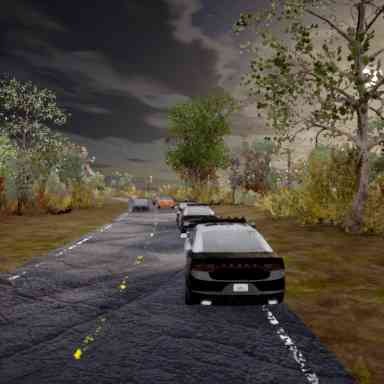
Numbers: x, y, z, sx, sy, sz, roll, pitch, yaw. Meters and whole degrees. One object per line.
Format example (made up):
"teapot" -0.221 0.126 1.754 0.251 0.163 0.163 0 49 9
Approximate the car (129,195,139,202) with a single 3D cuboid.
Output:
"car" -12.888 1.519 74.339 1.812 1.442 4.674 0 0 -15

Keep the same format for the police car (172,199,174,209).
"police car" -0.218 1.423 24.349 1.930 1.638 5.238 0 0 -5

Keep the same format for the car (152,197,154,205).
"car" -5.852 1.346 57.962 2.097 1.767 4.553 0 0 -12

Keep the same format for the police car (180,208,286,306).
"police car" 0.746 1.425 8.252 1.930 1.638 5.238 0 0 -2

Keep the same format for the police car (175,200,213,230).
"police car" 0.244 1.424 18.319 1.930 1.638 5.238 0 0 -4

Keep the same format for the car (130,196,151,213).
"car" -5.766 1.475 37.777 1.882 1.535 5.008 0 0 -8

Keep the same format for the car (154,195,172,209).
"car" -3.680 1.348 45.664 2.097 1.767 4.553 0 0 -9
